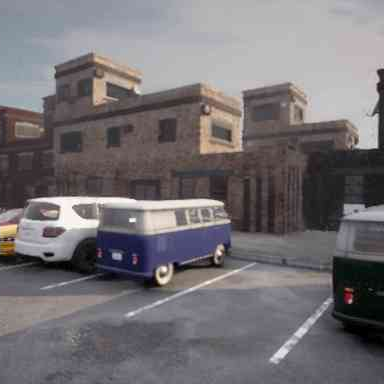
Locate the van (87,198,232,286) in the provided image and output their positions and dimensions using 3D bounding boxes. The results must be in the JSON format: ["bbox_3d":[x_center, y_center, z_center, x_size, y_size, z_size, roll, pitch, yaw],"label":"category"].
[{"bbox_3d":[-0.473,1.222,9.433,1.878,1.987,4.442,0,0,35],"label":"van"}]

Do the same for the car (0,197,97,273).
[{"bbox_3d":[-2.770,1.182,10.962,2.435,2.045,5.566,0,0,35],"label":"car"}]

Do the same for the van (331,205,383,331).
[{"bbox_3d":[4.016,1.253,6.233,1.878,1.987,4.442,0,0,35],"label":"van"}]
